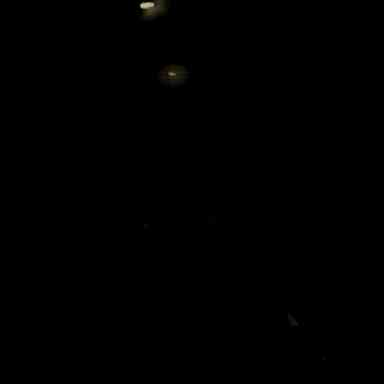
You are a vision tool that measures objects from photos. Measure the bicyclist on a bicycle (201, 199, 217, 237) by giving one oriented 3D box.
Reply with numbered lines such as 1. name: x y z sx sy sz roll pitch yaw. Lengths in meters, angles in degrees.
1. bicyclist on a bicycle: 0.962 1.390 17.096 0.659 1.776 1.843 0 0 0

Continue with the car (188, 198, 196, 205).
1. car: 0.003 2.123 73.559 1.882 1.535 5.008 0 -1 0

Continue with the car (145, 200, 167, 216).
1. car: -3.594 1.593 33.977 1.882 1.535 5.008 0 0 0

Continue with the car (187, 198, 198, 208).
1. car: 0.101 1.865 56.521 1.837 1.490 4.892 0 -1 0
